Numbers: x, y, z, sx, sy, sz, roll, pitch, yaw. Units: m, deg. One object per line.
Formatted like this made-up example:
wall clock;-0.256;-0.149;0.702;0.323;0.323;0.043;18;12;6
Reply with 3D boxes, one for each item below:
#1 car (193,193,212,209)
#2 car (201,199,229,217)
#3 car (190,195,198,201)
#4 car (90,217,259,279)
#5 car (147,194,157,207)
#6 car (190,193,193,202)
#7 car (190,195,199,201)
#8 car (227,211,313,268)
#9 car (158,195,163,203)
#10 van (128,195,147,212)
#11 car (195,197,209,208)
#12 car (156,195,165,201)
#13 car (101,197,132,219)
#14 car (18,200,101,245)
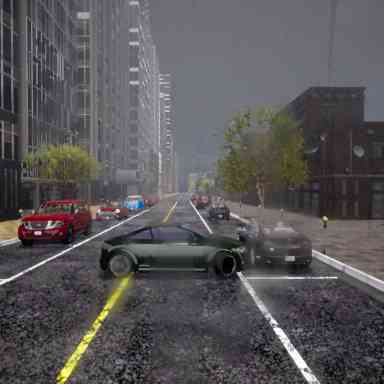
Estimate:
car;1.596;1.301;44.285;2.192;1.841;5.009;-1;0;-1
car;2.047;1.543;26.952;2.008;1.369;4.403;-1;0;-1
car;0.487;1.551;88.547;1.802;1.307;4.206;-1;0;-1
car;-0.455;1.557;9.491;4.181;1.385;1.994;0;0;-1
car;-6.921;1.299;49.617;2.192;1.841;5.009;-1;0;-1
car;0.900;1.290;71.949;2.192;1.841;5.009;-1;0;-1
car;0.626;1.537;83.014;1.947;1.339;4.313;-1;0;-1
car;2.564;1.548;11.092;2.008;1.369;4.403;-1;0;-1
car;-7.335;1.522;66.216;1.887;1.381;4.507;-1;0;-1
van;-6.642;1.329;38.551;1.690;1.788;3.998;-1;0;-1
car;1.456;1.509;49.988;1.752;1.417;4.829;-1;0;-1
car;-7.749;1.496;82.646;1.752;1.417;4.829;-1;0;-1
car;-6.356;1.432;26.757;1.967;1.590;4.097;-1;0;-1
car;-6.170;1.310;15.689;2.192;1.841;5.009;-1;0;-1
